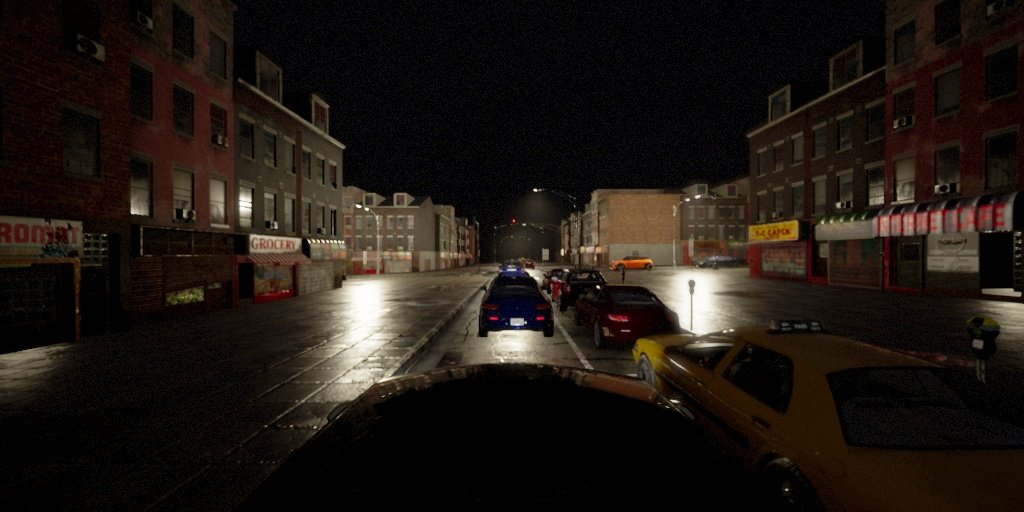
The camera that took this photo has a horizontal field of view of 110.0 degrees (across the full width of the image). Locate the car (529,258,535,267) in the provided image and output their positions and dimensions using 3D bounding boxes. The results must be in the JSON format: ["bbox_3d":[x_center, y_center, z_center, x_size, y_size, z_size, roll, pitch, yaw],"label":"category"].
[{"bbox_3d":[2.606,1.324,57.133,1.967,1.591,4.097,0,0,0],"label":"car"}]

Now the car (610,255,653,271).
[{"bbox_3d":[13.335,0.746,40.308,4.553,1.767,2.097,-1,0,0],"label":"car"}]

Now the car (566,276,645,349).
[{"bbox_3d":[2.634,1.335,8.859,1.802,1.307,4.207,0,0,0],"label":"car"}]

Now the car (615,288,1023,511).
[{"bbox_3d":[2.637,1.276,3.562,1.751,1.417,4.829,0,0,0],"label":"car"}]

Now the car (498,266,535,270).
[{"bbox_3d":[0.096,1.362,17.555,1.895,1.301,4.718,0,0,0],"label":"car"}]

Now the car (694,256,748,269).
[{"bbox_3d":[23.463,0.679,40.334,5.357,1.411,2.033,-1,0,0],"label":"car"}]

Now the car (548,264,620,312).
[{"bbox_3d":[2.631,1.197,14.326,1.967,1.591,4.097,0,0,0],"label":"car"}]

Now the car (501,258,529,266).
[{"bbox_3d":[-0.026,1.132,27.454,2.097,1.767,4.553,0,0,0],"label":"car"}]

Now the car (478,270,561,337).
[{"bbox_3d":[0.068,1.279,10.150,1.812,1.442,4.674,0,0,-1],"label":"car"}]
